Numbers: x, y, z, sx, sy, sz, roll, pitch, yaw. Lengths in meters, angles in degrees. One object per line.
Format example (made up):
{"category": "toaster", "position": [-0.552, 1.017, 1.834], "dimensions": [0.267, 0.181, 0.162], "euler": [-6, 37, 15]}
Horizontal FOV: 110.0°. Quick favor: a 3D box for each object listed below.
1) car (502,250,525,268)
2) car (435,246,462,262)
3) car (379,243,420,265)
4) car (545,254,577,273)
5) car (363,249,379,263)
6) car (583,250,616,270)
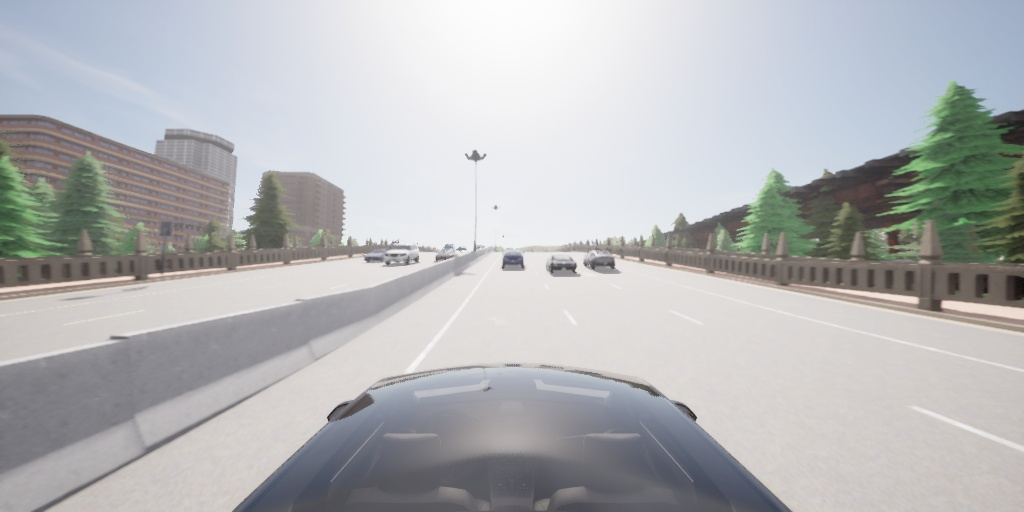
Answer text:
{"category": "car", "position": [0.096, 0.156, 32.028], "dimensions": [1.882, 1.535, 5.008], "euler": [0, 3, 0]}
{"category": "car", "position": [-7.067, -0.068, 38.959], "dimensions": [1.994, 1.385, 4.181], "euler": [0, 3, 0]}
{"category": "car", "position": [-10.579, -0.227, 34.872], "dimensions": [2.150, 2.045, 5.566], "euler": [0, 2, 0]}
{"category": "car", "position": [3.572, 0.514, 26.770], "dimensions": [1.895, 1.301, 4.718], "euler": [0, 3, 0]}
{"category": "car", "position": [-14.067, -0.070, 38.588], "dimensions": [2.033, 1.411, 5.357], "euler": [0, 3, 0]}
{"category": "car", "position": [7.087, 0.285, 29.500], "dimensions": [2.128, 1.511, 4.902], "euler": [0, 3, 0]}
